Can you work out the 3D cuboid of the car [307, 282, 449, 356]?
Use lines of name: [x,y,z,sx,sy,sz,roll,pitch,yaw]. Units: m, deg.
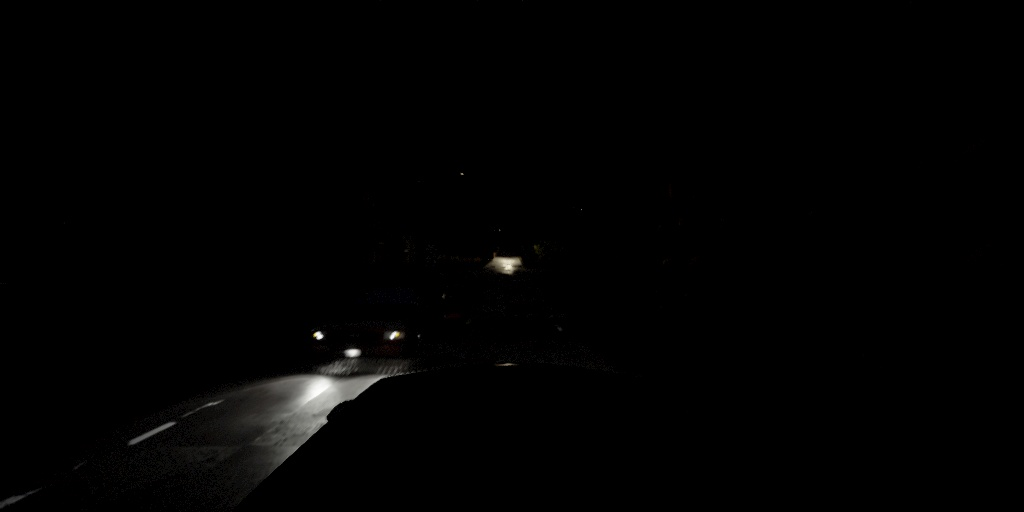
car: [-2.849,1.374,9.085,2.033,1.411,5.357,0,0,0]
